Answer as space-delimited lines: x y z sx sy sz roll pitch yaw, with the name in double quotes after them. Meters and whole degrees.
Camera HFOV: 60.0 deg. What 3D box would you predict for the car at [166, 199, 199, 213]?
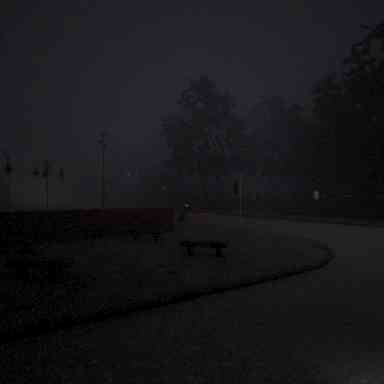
-1.081 1.526 35.748 1.812 1.442 4.674 0 0 -35 "car"
